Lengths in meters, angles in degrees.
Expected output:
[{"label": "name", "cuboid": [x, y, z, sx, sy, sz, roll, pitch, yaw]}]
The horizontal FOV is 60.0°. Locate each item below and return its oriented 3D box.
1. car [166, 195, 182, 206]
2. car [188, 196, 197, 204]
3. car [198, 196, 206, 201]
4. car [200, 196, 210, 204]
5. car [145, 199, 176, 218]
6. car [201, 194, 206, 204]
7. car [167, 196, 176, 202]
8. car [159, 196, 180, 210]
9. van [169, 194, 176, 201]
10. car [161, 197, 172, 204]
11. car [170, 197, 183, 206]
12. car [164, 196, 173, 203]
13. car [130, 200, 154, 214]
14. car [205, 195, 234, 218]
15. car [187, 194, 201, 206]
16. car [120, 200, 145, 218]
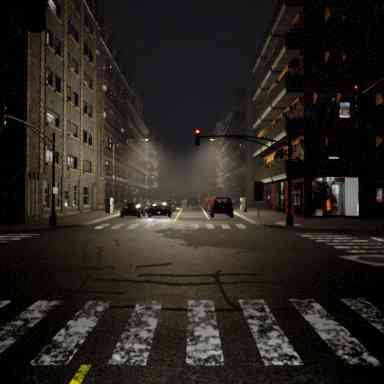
[{"label": "car", "cuboid": [-2.734, 1.601, 49.242, 1.994, 1.385, 4.181, 0, 0, 1]}, {"label": "car", "cuboid": [0.135, 1.600, 70.384, 1.882, 1.535, 5.008, 0, 0, 0]}, {"label": "car", "cuboid": [2.659, 1.813, 91.375, 1.947, 1.339, 4.313, 1, 0, 0]}, {"label": "car", "cuboid": [2.641, 1.556, 69.124, 1.967, 1.590, 4.097, 1, 0, 0]}, {"label": "car", "cuboid": [-2.812, 1.575, 30.428, 1.994, 1.385, 4.181, 0, 0, 0]}, {"label": "car", "cuboid": [2.621, 1.336, 41.326, 2.192, 1.841, 5.009, 1, 0, 0]}, {"label": "car", "cuboid": [-5.226, 1.764, 85.786, 2.008, 1.369, 4.403, 1, 0, 0]}, {"label": "car", "cuboid": [-2.796, 1.523, 39.308, 1.837, 1.490, 4.892, 0, 0, 0]}, {"label": "van", "cuboid": [-5.217, 1.589, 91.351, 1.690, 1.788, 3.998, 1, 0, 0]}, {"label": "car", "cuboid": [-5.240, 1.667, 69.095, 2.008, 1.369, 4.403, 1, 0, 0]}, {"label": "car", "cuboid": [-2.695, 1.619, 59.603, 2.033, 1.411, 5.357, 0, 0, 0]}, {"label": "car", "cuboid": [-5.235, 1.671, 74.487, 1.752, 1.417, 4.829, 1, 0, 0]}, {"label": "car", "cuboid": [-5.267, 1.581, 35.724, 1.947, 1.339, 4.313, 1, 0, 0]}, {"label": "car", "cuboid": [2.612, 1.326, 30.201, 2.192, 1.841, 5.009, 1, 0, 0]}, {"label": "car", "cuboid": [0.152, 1.531, 55.070, 1.882, 1.535, 5.008, 0, 0, 0]}, {"label": "car", "cuboid": [-5.272, 1.577, 30.162, 1.947, 1.339, 4.313, 1, 0, 0]}]
